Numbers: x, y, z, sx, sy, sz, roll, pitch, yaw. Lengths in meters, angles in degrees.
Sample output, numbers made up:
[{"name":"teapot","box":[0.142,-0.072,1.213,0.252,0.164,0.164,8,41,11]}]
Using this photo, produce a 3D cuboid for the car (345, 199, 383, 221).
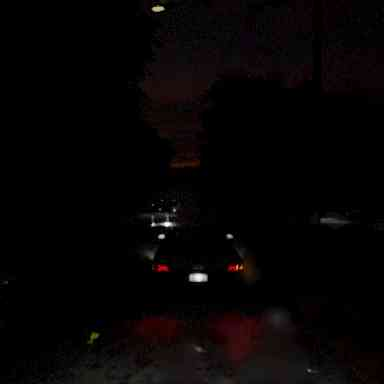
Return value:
[{"name":"car","box":[13.043,1.199,22.899,4.674,1.442,1.812,-1,2,2]}]

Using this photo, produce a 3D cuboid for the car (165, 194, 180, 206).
[{"name":"car","box":[-3.098,1.010,45.453,2.097,1.767,4.553,0,1,0]}]

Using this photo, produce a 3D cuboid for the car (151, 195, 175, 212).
[{"name":"car","box":[-3.099,1.344,34.432,1.895,1.301,4.718,1,0,0]}]

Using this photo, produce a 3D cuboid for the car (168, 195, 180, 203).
[{"name":"car","box":[-3.045,1.134,57.433,1.895,1.301,4.718,0,1,0]}]

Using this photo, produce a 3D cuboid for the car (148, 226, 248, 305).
[{"name":"car","box":[0.098,1.515,8.056,1.994,1.385,4.181,0,0,-1]}]
